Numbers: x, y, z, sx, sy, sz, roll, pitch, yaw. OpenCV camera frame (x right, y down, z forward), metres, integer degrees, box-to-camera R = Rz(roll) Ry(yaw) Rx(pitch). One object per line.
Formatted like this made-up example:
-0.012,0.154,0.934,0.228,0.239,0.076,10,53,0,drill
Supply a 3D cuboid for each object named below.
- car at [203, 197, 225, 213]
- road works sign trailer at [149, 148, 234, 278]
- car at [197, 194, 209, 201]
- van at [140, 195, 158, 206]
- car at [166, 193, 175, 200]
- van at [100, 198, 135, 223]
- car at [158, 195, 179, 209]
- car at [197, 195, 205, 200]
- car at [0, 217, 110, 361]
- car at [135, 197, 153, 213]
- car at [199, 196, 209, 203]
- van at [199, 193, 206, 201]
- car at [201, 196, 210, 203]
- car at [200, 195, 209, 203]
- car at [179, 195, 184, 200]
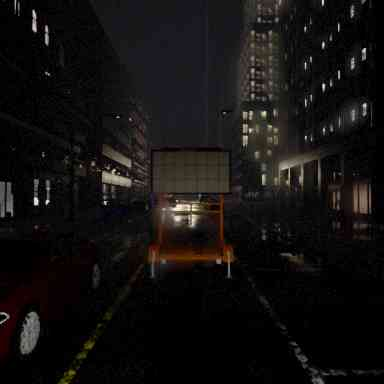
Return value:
2.614,1.537,36.514,2.008,1.369,4.403,1,0,0,car
-0.025,0.465,10.128,2.380,3.560,2.880,0,0,0,road works sign trailer
2.547,1.264,65.005,2.192,1.841,5.009,1,0,0,car
-5.777,1.322,42.307,1.690,1.788,3.998,1,0,0,van
-5.903,1.212,93.595,2.192,1.841,5.009,1,0,0,car
-5.735,1.335,25.209,1.690,1.788,3.998,1,0,0,van
-3.213,1.502,46.358,1.812,1.442,4.674,0,0,0,car
2.462,1.474,87.796,1.947,1.339,4.313,1,0,0,car
-3.115,1.479,6.112,1.882,1.535,5.008,0,0,0,car
-5.767,1.552,36.610,1.947,1.339,4.313,1,0,0,car
2.529,1.491,70.702,2.008,1.369,4.403,1,0,0,car
2.514,1.261,82.098,1.690,1.788,3.998,1,0,0,van
2.600,1.532,42.212,2.008,1.369,4.403,1,0,0,car
2.586,1.519,47.910,1.887,1.381,4.507,1,0,0,car
-3.216,1.475,86.679,1.994,1.385,4.181,0,0,0,car
